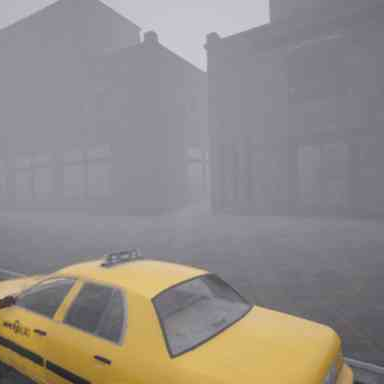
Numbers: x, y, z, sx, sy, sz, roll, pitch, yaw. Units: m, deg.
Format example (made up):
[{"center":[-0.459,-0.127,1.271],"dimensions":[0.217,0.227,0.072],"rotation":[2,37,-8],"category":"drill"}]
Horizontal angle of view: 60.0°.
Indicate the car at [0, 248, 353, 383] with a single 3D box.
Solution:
[{"center":[-1.053,1.479,4.068],"dimensions":[5.366,1.575,1.946],"rotation":[0,0,35],"category":"car"}]
